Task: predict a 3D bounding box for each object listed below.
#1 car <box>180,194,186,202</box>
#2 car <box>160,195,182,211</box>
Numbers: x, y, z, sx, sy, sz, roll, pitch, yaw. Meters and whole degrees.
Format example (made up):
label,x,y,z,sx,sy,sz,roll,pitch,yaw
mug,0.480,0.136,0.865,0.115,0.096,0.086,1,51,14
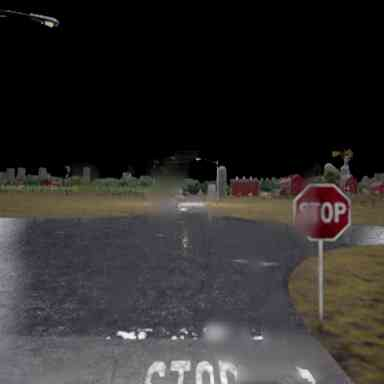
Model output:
label,x,y,z,sx,sy,sz,roll,pitch,yaw
car,-2.210,1.284,67.035,1.837,1.490,4.892,0,1,1
car,-2.524,1.412,38.428,1.837,1.490,4.892,0,2,1
